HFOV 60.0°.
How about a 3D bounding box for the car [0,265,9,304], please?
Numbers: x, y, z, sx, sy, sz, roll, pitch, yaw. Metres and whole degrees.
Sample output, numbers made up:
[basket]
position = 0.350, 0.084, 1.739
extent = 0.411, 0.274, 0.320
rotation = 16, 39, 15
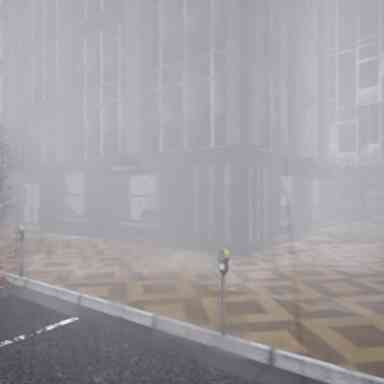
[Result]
[car]
position = -5.269, 1.588, 6.630
extent = 4.206, 1.307, 1.802
rotation = 0, 0, 35
